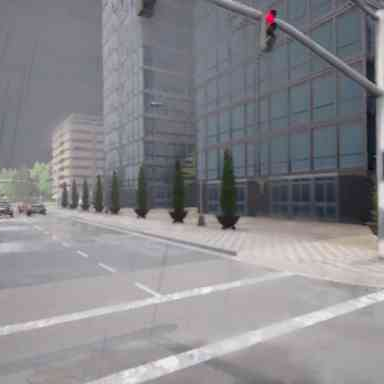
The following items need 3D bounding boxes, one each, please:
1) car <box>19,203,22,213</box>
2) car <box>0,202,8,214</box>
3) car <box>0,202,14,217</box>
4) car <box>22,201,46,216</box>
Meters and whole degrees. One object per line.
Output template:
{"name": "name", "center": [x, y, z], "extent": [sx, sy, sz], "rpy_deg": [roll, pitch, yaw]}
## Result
{"name": "car", "center": [-23.556, 2.022, 47.660], "extent": [2.097, 1.767, 4.553], "rpy_deg": [0, -1, -31]}
{"name": "car", "center": [-26.555, 2.196, 45.857], "extent": [1.837, 1.490, 4.892], "rpy_deg": [0, -1, -31]}
{"name": "car", "center": [-21.366, 1.908, 37.487], "extent": [2.097, 1.767, 4.553], "rpy_deg": [0, -1, -31]}
{"name": "car", "center": [-18.669, 2.035, 39.789], "extent": [2.128, 1.511, 4.902], "rpy_deg": [0, -1, -31]}
